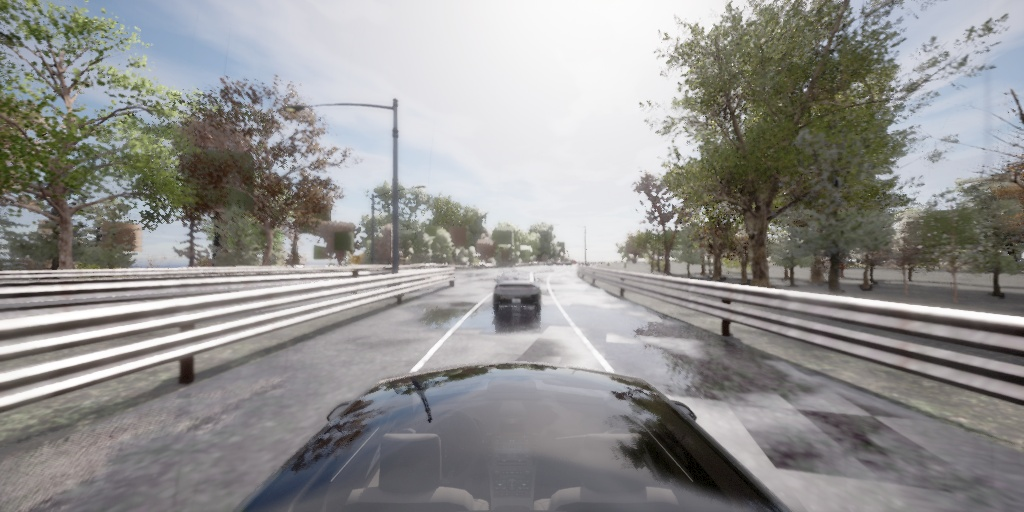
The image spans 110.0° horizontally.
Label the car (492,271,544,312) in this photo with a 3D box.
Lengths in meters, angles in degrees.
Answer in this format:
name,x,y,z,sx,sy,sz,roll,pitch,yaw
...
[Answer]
name,x,y,z,sx,sy,sz,roll,pitch,yaw
car,0.279,1.382,15.006,2.128,1.511,4.902,0,0,3
